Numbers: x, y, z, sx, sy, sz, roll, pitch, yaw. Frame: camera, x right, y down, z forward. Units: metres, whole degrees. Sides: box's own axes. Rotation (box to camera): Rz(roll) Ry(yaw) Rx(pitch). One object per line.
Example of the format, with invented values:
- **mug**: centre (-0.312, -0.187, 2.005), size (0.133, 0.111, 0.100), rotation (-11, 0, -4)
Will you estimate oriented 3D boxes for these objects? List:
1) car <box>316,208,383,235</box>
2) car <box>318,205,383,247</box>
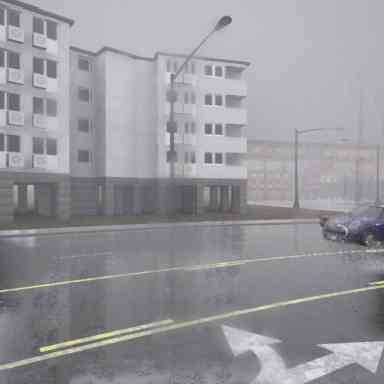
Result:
- **car**: centre (9.657, 1.604, 18.895), size (4.718, 1.301, 1.895), rotation (0, 0, -16)
- **car**: centre (8.180, 1.354, 14.800), size (4.553, 1.767, 2.097), rotation (0, 0, -17)
